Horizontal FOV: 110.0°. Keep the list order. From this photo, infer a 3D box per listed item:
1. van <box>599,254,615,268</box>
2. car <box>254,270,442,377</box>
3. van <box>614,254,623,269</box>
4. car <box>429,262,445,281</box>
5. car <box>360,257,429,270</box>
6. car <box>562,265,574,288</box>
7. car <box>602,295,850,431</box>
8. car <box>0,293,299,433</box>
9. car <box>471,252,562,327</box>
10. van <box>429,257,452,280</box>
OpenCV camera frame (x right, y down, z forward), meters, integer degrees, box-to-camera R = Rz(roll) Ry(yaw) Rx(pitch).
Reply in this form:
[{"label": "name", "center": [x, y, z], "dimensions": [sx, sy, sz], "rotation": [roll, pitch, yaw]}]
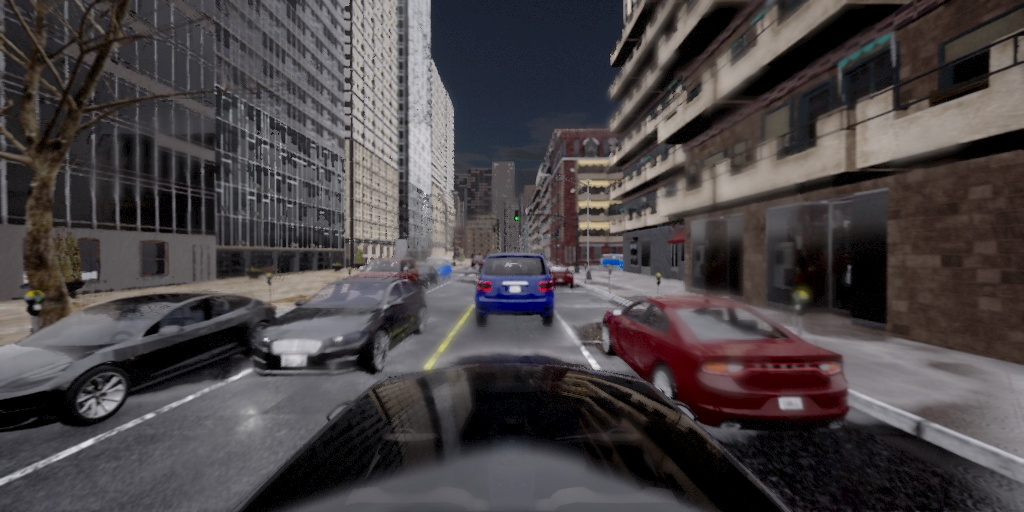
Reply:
[{"label": "van", "center": [13.742, 0.659, 47.734], "dimensions": [3.998, 1.789, 1.690], "rotation": [0, 0, 0]}, {"label": "car", "center": [-3.097, 1.214, 7.550], "dimensions": [2.128, 1.511, 4.902], "rotation": [0, 0, 0]}, {"label": "van", "center": [13.760, 0.733, 39.354], "dimensions": [3.998, 1.789, 1.690], "rotation": [0, 0, 0]}, {"label": "car", "center": [-5.682, 1.221, 22.260], "dimensions": [1.948, 1.339, 4.313], "rotation": [0, 0, 0]}, {"label": "car", "center": [-5.685, 0.995, 16.737], "dimensions": [2.192, 1.841, 5.009], "rotation": [0, 0, 0]}, {"label": "car", "center": [2.698, 1.200, 22.255], "dimensions": [1.888, 1.381, 4.507], "rotation": [0, 0, 0]}, {"label": "car", "center": [2.691, 1.276, 5.688], "dimensions": [1.888, 1.381, 4.507], "rotation": [0, 0, 0]}, {"label": "car", "center": [-5.690, 1.297, 5.692], "dimensions": [1.948, 1.339, 4.313], "rotation": [0, 0, 0]}, {"label": "car", "center": [0.088, 0.922, 11.576], "dimensions": [2.150, 2.045, 5.566], "rotation": [0, 0, 0]}, {"label": "van", "center": [-5.679, 0.972, 27.783], "dimensions": [1.690, 1.789, 3.998], "rotation": [0, 0, 0]}]
